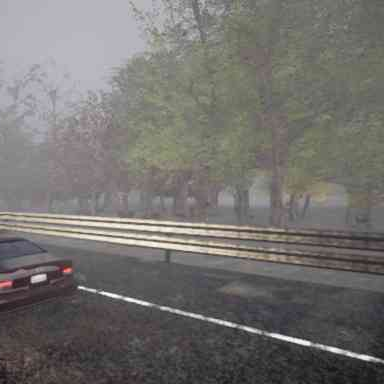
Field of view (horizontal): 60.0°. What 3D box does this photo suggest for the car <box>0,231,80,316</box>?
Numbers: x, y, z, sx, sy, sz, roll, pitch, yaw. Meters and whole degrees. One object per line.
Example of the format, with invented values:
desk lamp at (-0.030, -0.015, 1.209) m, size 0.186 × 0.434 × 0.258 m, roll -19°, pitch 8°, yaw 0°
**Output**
car at (-4.771, 1.589, 7.302) m, size 5.357 × 1.411 × 2.033 m, roll 0°, pitch 0°, yaw 35°
